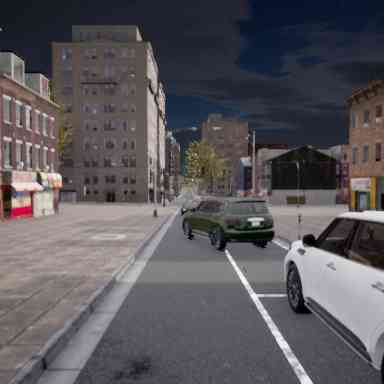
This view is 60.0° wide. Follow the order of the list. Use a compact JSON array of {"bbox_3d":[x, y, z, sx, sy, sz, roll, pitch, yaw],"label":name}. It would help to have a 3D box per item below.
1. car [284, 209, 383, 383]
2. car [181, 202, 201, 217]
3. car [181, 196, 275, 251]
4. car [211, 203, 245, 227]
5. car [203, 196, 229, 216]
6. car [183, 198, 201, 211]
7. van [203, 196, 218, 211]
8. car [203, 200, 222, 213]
[{"bbox_3d":[2.956,1.232,4.473,2.150,2.045,5.566,0,0,0],"label":"car"},{"bbox_3d":[-0.104,1.691,33.026,1.895,1.301,4.718,0,0,0],"label":"car"},{"bbox_3d":[1.367,1.245,14.583,2.150,2.045,5.566,-1,0,-21],"label":"car"},{"bbox_3d":[2.480,1.596,24.116,1.887,1.381,4.507,-2,0,0],"label":"car"},{"bbox_3d":[2.411,1.413,34.697,2.192,1.841,5.009,-2,0,0],"label":"car"},{"bbox_3d":[-0.123,1.636,43.373,2.128,1.511,4.902,0,0,-3],"label":"car"},{"bbox_3d":[2.364,1.484,43.003,1.690,1.788,3.998,-2,0,0],"label":"van"},{"bbox_3d":[2.390,1.675,39.681,2.008,1.369,4.403,-2,0,0],"label":"car"}]
